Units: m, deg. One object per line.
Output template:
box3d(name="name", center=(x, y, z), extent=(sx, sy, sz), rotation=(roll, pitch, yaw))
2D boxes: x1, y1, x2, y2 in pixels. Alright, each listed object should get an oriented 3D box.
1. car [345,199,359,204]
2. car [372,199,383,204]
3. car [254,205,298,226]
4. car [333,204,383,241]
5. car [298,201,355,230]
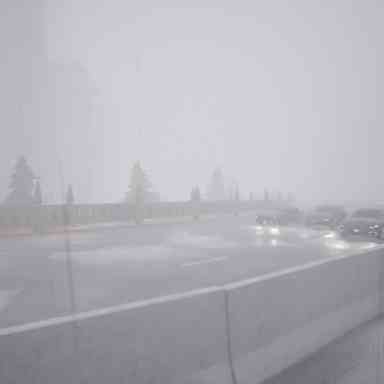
box3d(name="car", center=(27.984, 1.973, 58.719), extent=(2.033, 1.411, 5.357), rotation=(0, -1, 15))
box3d(name="car", center=(29.927, 1.881, 52.941), extent=(1.812, 1.442, 4.674), rotation=(0, -1, 18))
box3d(name="car", center=(6.719, 1.680, 24.870), extent=(2.033, 1.411, 5.357), rotation=(0, -1, 40))
box3d(name="car", center=(9.333, 1.582, 17.406), extent=(1.837, 1.490, 4.892), rotation=(0, 0, 42))
box3d(name="car", center=(9.135, 1.616, 22.415), extent=(1.837, 1.490, 4.892), rotation=(0, 0, 40))
